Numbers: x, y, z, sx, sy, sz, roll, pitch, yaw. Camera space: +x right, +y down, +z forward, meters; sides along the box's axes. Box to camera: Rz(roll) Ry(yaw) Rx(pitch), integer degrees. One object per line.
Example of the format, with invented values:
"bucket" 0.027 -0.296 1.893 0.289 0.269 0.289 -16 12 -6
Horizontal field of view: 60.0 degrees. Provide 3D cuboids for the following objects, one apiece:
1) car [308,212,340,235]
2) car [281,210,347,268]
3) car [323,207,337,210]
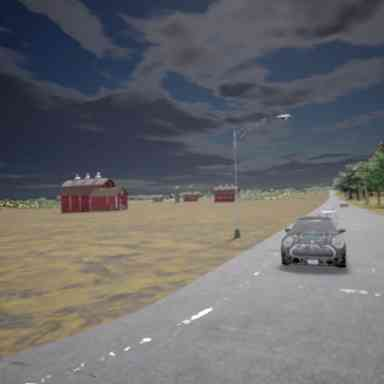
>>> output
"car" 9.957 2.299 25.035 1.994 1.385 4.181 -2 -2 23
"car" 4.792 1.752 12.924 2.097 1.767 4.553 -2 -3 23
"car" 18.625 2.759 45.189 1.812 1.442 4.674 -2 -2 23
